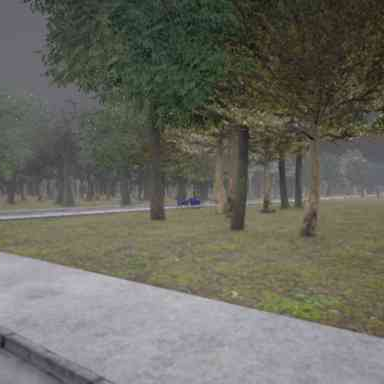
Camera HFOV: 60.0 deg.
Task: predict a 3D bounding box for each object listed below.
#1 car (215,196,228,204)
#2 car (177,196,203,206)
[{"bbox_3d":[5.817,1.475,60.161,1.812,1.442,4.674,0,0,36],"label":"car"},{"bbox_3d":[-0.268,1.429,51.768,1.882,1.535,5.008,0,0,36],"label":"car"}]
